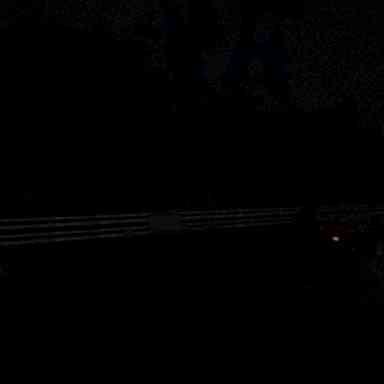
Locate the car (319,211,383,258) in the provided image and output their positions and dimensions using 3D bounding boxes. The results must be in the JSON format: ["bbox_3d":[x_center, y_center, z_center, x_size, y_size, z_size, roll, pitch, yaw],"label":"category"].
[{"bbox_3d":[7.011,1.471,12.782,5.008,1.535,1.882,1,0,-33],"label":"car"}]
